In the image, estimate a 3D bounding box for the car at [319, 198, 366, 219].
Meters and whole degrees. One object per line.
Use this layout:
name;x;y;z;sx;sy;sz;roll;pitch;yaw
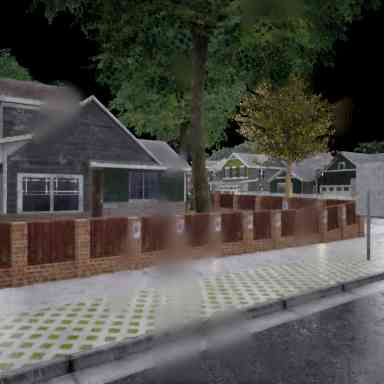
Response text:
car;9.933;1.225;23.958;2.128;1.511;4.902;0;1;-32

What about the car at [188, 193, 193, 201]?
car;-1.691;0.700;48.064;1.837;1.490;4.892;0;1;-32
